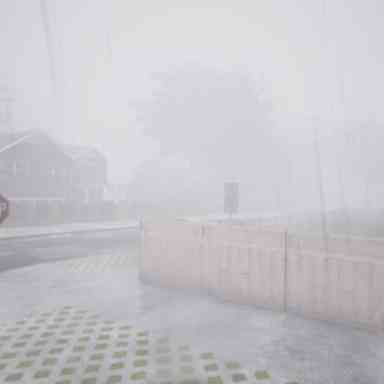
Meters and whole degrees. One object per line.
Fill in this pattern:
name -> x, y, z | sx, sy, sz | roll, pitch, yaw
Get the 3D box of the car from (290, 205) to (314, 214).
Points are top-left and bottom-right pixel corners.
car -> 15.267, 2.566, 45.960 | 2.033, 1.411, 5.357 | 1, -1, 36
